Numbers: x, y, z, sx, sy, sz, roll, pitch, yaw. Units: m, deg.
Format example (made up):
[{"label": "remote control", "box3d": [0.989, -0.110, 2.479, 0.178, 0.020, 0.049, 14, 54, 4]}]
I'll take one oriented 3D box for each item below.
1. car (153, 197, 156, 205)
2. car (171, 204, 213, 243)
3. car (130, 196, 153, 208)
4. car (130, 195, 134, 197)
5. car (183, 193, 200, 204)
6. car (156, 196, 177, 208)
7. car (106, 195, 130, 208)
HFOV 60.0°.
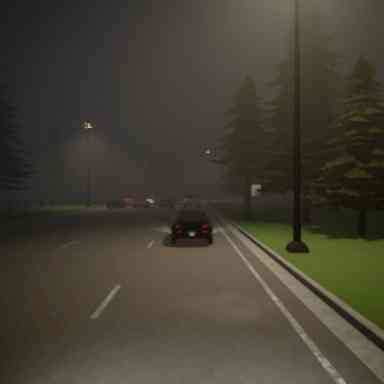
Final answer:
[{"label": "car", "box3d": [-7.014, 1.477, 56.781, 1.812, 1.442, 4.674, 0, 0, 0]}, {"label": "car", "box3d": [-0.004, 1.512, 15.750, 1.812, 1.442, 4.674, 0, 0, 0]}, {"label": "car", "box3d": [-7.012, 1.560, 46.807, 1.895, 1.301, 4.718, 0, 0, 0]}, {"label": "car", "box3d": [-10.514, 1.303, 56.750, 2.097, 1.767, 4.553, 0, 0, 0]}, {"label": "car", "box3d": [-0.012, 1.182, 46.392, 2.150, 2.045, 5.566, 0, 0, 0]}, {"label": "car", "box3d": [-3.512, 1.524, 46.778, 1.994, 1.385, 4.181, 0, 0, 0]}, {"label": "car", "box3d": [-10.512, 1.507, 46.360, 2.033, 1.411, 5.357, 0, 0, 0]}]
